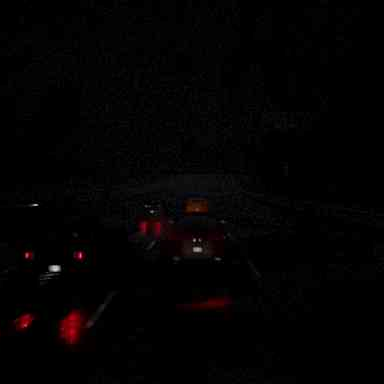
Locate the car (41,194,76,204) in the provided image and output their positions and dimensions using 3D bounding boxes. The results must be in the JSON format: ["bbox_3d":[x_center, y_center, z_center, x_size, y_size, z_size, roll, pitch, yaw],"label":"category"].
[{"bbox_3d":[-16.788,1.049,42.894,2.033,1.411,5.357,0,1,2],"label":"car"}]

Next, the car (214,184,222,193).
[{"bbox_3d":[7.001,-0.619,89.856,1.837,1.490,4.892,0,3,5],"label":"car"}]

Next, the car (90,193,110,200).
[{"bbox_3d":[-13.084,0.883,47.579,2.128,1.511,4.902,0,1,3],"label":"car"}]

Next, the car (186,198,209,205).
[{"bbox_3d":[0.512,1.236,30.049,1.882,1.535,5.008,0,1,1],"label":"car"}]

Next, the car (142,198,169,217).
[{"bbox_3d":[-3.033,1.277,28.283,2.128,1.511,4.902,0,1,1],"label":"car"}]

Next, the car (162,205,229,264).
[{"bbox_3d":[0.177,1.441,11.764,1.882,1.535,5.008,0,0,1],"label":"car"}]

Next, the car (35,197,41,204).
[{"bbox_3d":[-20.110,0.948,47.116,2.033,1.411,5.357,0,1,3],"label":"car"}]

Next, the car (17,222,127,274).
[{"bbox_3d":[-3.341,1.571,10.383,1.895,1.301,4.718,0,0,1],"label":"car"}]
